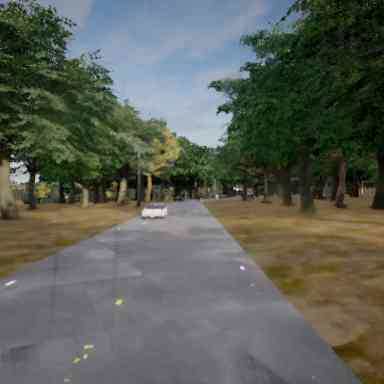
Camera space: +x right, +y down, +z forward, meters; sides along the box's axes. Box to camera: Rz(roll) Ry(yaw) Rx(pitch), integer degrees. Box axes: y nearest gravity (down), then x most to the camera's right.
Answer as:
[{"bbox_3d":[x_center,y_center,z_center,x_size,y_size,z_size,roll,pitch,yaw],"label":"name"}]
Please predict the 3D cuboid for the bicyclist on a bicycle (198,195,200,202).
[{"bbox_3d":[1.579,1.421,75.305,0.582,1.620,1.656,0,0,10],"label":"bicyclist on a bicycle"}]

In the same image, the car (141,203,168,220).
[{"bbox_3d":[-3.085,1.620,28.130,1.895,1.301,4.718,0,0,0],"label":"car"}]

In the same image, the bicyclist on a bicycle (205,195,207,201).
[{"bbox_3d":[3.488,1.398,83.749,0.582,1.620,1.656,0,0,18],"label":"bicyclist on a bicycle"}]

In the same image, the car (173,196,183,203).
[{"bbox_3d":[-2.845,1.561,69.550,1.895,1.301,4.718,0,0,1],"label":"car"}]
